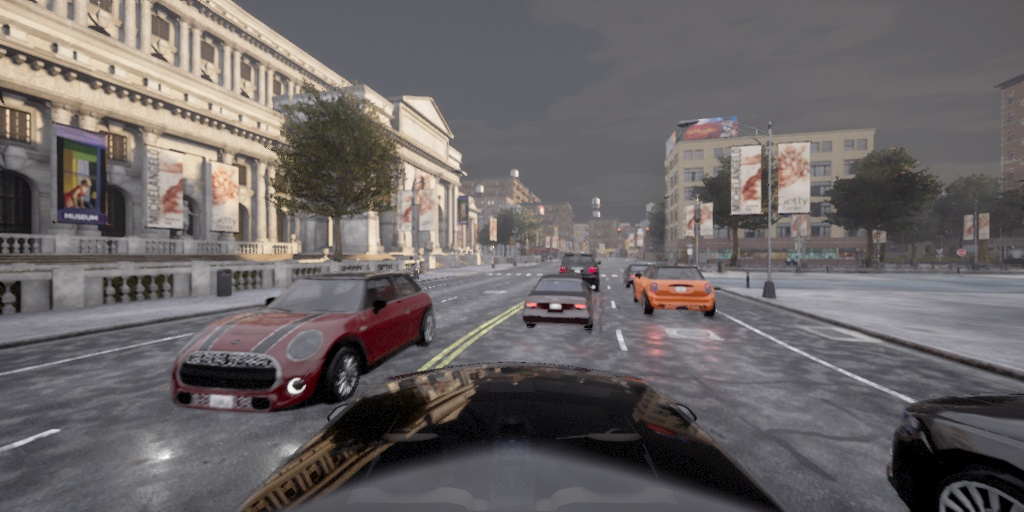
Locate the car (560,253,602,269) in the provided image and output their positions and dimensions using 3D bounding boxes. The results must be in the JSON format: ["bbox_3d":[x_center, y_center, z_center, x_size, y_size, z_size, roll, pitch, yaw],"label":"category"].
[{"bbox_3d":[4.011,0.866,21.060,2.150,2.045,5.566,0,0,14],"label":"car"}]

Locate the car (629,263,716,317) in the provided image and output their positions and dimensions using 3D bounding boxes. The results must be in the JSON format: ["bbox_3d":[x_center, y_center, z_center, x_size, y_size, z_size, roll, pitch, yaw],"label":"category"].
[{"bbox_3d":[5.721,1.041,13.195,2.097,1.767,4.553,0,1,13],"label":"car"}]

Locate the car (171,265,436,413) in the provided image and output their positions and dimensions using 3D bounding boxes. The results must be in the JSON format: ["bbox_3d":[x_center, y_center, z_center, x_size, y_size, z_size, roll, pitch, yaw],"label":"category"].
[{"bbox_3d":[-3.041,1.077,6.367,2.097,1.767,4.553,0,0,8],"label":"car"}]

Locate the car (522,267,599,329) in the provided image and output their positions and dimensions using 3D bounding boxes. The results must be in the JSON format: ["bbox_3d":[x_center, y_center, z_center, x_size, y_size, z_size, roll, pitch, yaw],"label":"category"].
[{"bbox_3d":[1.566,1.246,11.087,2.033,1.411,5.357,0,0,12],"label":"car"}]

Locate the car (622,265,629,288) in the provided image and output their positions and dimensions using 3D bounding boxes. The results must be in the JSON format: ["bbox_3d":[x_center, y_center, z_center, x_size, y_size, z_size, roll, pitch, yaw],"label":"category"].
[{"bbox_3d":[7.941,1.184,22.360,2.033,1.411,5.357,0,0,14],"label":"car"}]

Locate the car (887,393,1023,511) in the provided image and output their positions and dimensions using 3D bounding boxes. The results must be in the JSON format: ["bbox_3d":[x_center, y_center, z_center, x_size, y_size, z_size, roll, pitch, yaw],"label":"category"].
[{"bbox_3d":[3.731,1.247,0.590,2.128,1.511,4.902,0,0,-2],"label":"car"}]
